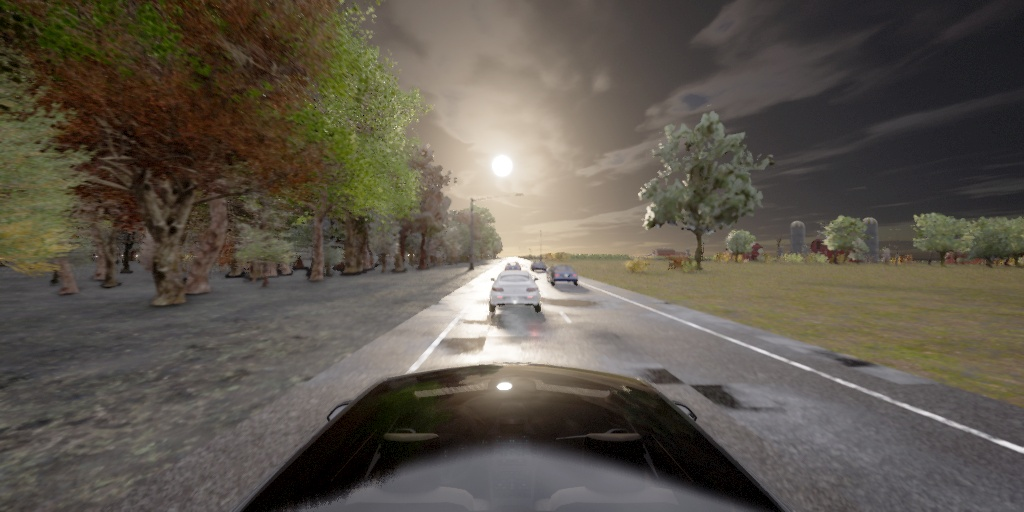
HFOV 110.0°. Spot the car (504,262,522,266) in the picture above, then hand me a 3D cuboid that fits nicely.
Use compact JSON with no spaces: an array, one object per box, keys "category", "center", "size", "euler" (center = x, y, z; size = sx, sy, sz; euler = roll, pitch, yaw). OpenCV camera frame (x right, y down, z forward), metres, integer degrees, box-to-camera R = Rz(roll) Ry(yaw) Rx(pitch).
[{"category":"car","center":[0.103,1.339,39.852],"size":[2.033,1.411,5.357],"euler":[0,0,0]}]

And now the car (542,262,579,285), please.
[{"category":"car","center":[3.557,1.325,25.977],"size":[2.033,1.411,5.357],"euler":[0,0,1]}]

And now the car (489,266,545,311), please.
[{"category":"car","center":[0.101,1.291,14.324],"size":[1.812,1.442,4.674],"euler":[0,0,0]}]

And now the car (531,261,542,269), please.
[{"category":"car","center":[3.599,1.361,49.663],"size":[1.994,1.385,4.181],"euler":[0,0,0]}]
